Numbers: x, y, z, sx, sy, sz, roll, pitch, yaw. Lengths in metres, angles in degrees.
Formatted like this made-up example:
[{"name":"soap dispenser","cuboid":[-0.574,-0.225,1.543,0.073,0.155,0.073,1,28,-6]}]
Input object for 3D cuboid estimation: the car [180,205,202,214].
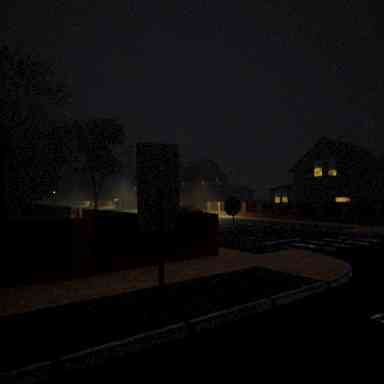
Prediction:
[{"name":"car","cuboid":[-0.918,1.959,31.594,1.882,1.535,5.008,-1,0,-31]}]
